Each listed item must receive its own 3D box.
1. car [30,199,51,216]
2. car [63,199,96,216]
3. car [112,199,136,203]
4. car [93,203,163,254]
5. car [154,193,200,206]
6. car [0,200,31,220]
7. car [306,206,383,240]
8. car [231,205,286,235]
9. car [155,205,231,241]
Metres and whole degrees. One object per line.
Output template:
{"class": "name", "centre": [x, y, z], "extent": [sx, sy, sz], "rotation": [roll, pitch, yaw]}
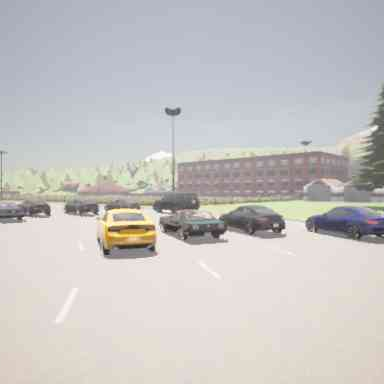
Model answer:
{"class": "car", "centre": [-14.761, 1.459, 30.899], "extent": [1.837, 1.490, 4.892], "rotation": [0, 0, -45]}
{"class": "car", "centre": [-10.589, 1.434, 31.625], "extent": [1.837, 1.490, 4.892], "rotation": [0, 0, -44]}
{"class": "car", "centre": [-6.923, 1.429, 33.169], "extent": [1.812, 1.442, 4.674], "rotation": [0, 0, -44]}
{"class": "car", "centre": [-2.800, 1.437, 13.588], "extent": [1.882, 1.535, 5.008], "rotation": [0, 0, -19]}
{"class": "car", "centre": [-1.537, 1.098, 32.483], "extent": [2.150, 2.045, 5.566], "rotation": [0, 0, -39]}
{"class": "car", "centre": [-14.934, 1.521, 26.316], "extent": [2.033, 1.411, 5.357], "rotation": [0, 0, -44]}
{"class": "car", "centre": [7.590, 1.419, 16.243], "extent": [1.812, 1.442, 4.674], "rotation": [0, 0, -18]}
{"class": "car", "centre": [3.153, 1.435, 18.065], "extent": [1.812, 1.442, 4.674], "rotation": [0, 0, -22]}
{"class": "car", "centre": [-0.148, 1.535, 16.475], "extent": [1.895, 1.301, 4.718], "rotation": [0, 0, -22]}
